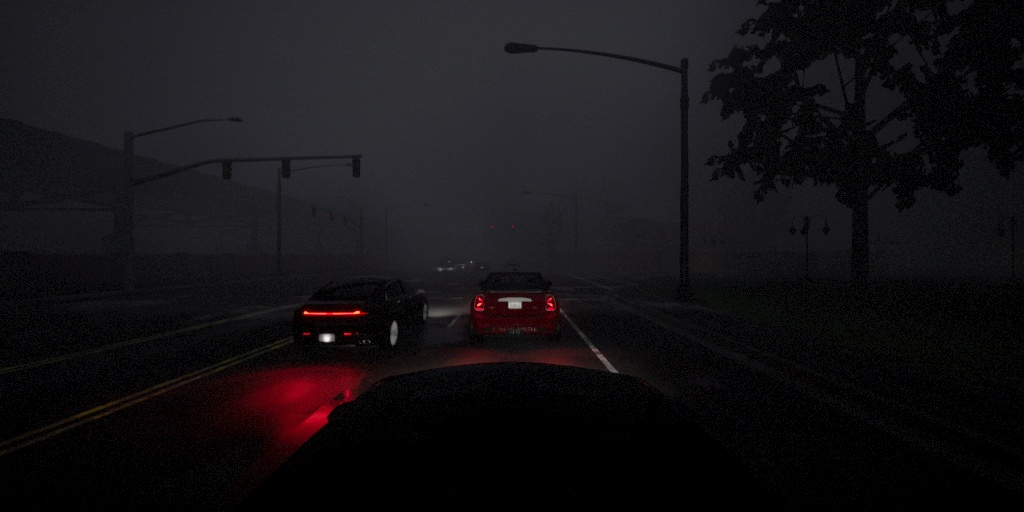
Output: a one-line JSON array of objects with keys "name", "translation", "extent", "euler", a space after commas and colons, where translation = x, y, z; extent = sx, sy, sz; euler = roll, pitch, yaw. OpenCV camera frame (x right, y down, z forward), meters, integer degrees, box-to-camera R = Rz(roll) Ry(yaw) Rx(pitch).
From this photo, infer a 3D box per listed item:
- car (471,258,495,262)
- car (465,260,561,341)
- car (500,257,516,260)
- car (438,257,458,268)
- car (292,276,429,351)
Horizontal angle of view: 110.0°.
[{"name": "car", "translation": [-3.421, 1.263, 42.844], "extent": [1.994, 1.385, 4.181], "euler": [0, 0, 0]}, {"name": "car", "translation": [0.075, 1.098, 9.989], "extent": [2.097, 1.767, 4.553], "euler": [0, 0, 0]}, {"name": "car", "translation": [0.080, 1.200, 38.652], "extent": [2.128, 1.511, 4.902], "euler": [0, 0, 0]}, {"name": "car", "translation": [-10.606, 0.929, 58.361], "extent": [2.097, 1.767, 4.553], "euler": [0, 1, 0]}, {"name": "car", "translation": [-3.421, 1.251, 8.997], "extent": [1.837, 1.490, 4.892], "euler": [0, 0, -1]}]
